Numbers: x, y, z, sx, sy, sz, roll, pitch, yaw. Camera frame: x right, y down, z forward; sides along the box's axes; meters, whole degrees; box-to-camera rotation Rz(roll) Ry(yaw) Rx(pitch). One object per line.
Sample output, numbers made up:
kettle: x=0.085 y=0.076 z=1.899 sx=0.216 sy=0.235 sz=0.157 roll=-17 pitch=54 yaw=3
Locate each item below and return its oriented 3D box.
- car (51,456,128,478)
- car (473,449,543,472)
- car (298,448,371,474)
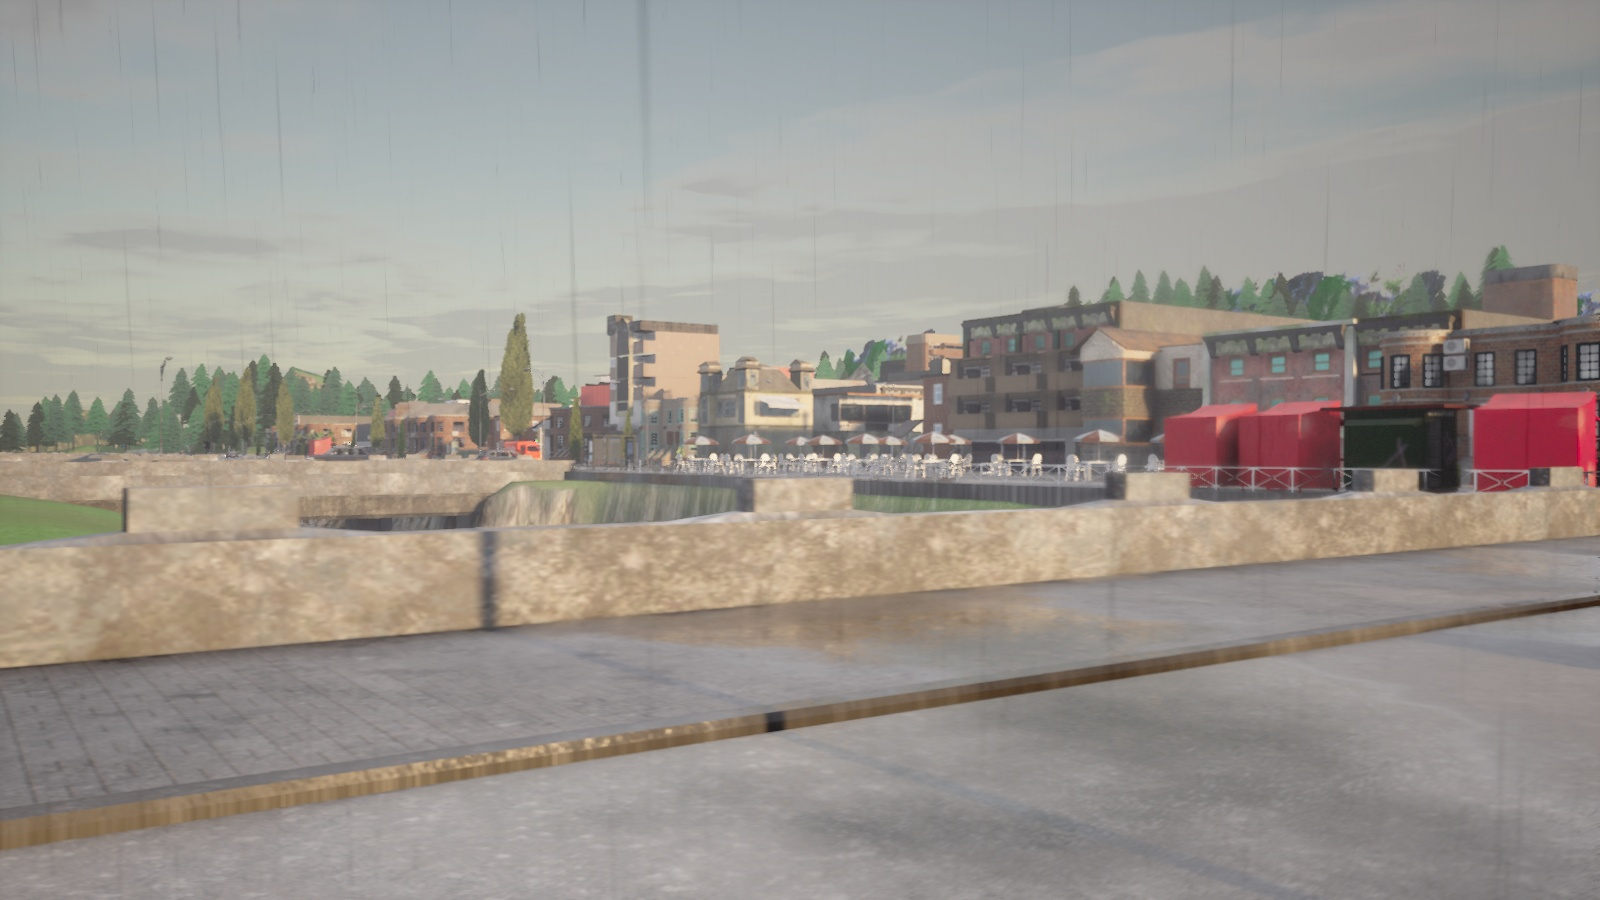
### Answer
car: x=-46.440 y=1.086 z=82.108 sx=4.181 sy=1.385 sz=1.994 roll=0 pitch=0 yaw=-35
car: x=-21.929 y=0.775 z=94.284 sx=4.611 sy=1.667 sz=2.242 roll=0 pitch=0 yaw=-35
car: x=-33.706 y=0.794 z=90.965 sx=4.605 sy=1.855 sz=1.932 roll=0 pitch=0 yaw=-35
